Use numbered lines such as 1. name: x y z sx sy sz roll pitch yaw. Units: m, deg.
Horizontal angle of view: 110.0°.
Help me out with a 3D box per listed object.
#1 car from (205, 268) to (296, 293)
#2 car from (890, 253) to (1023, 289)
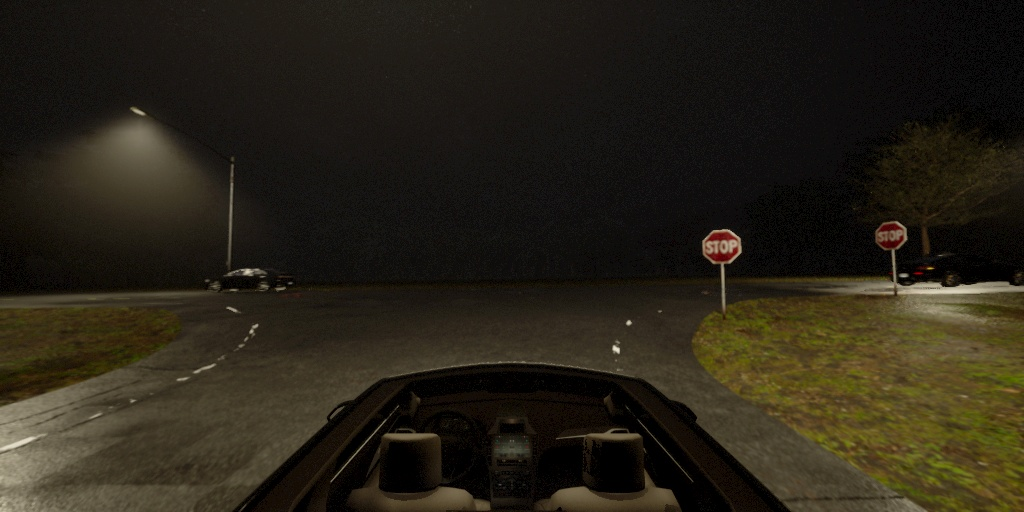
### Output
1. car: -15.945 1.478 21.915 4.902 1.511 2.128 -1 -3 0
2. car: 18.968 0.613 15.329 4.674 1.442 1.812 -1 -3 -1
